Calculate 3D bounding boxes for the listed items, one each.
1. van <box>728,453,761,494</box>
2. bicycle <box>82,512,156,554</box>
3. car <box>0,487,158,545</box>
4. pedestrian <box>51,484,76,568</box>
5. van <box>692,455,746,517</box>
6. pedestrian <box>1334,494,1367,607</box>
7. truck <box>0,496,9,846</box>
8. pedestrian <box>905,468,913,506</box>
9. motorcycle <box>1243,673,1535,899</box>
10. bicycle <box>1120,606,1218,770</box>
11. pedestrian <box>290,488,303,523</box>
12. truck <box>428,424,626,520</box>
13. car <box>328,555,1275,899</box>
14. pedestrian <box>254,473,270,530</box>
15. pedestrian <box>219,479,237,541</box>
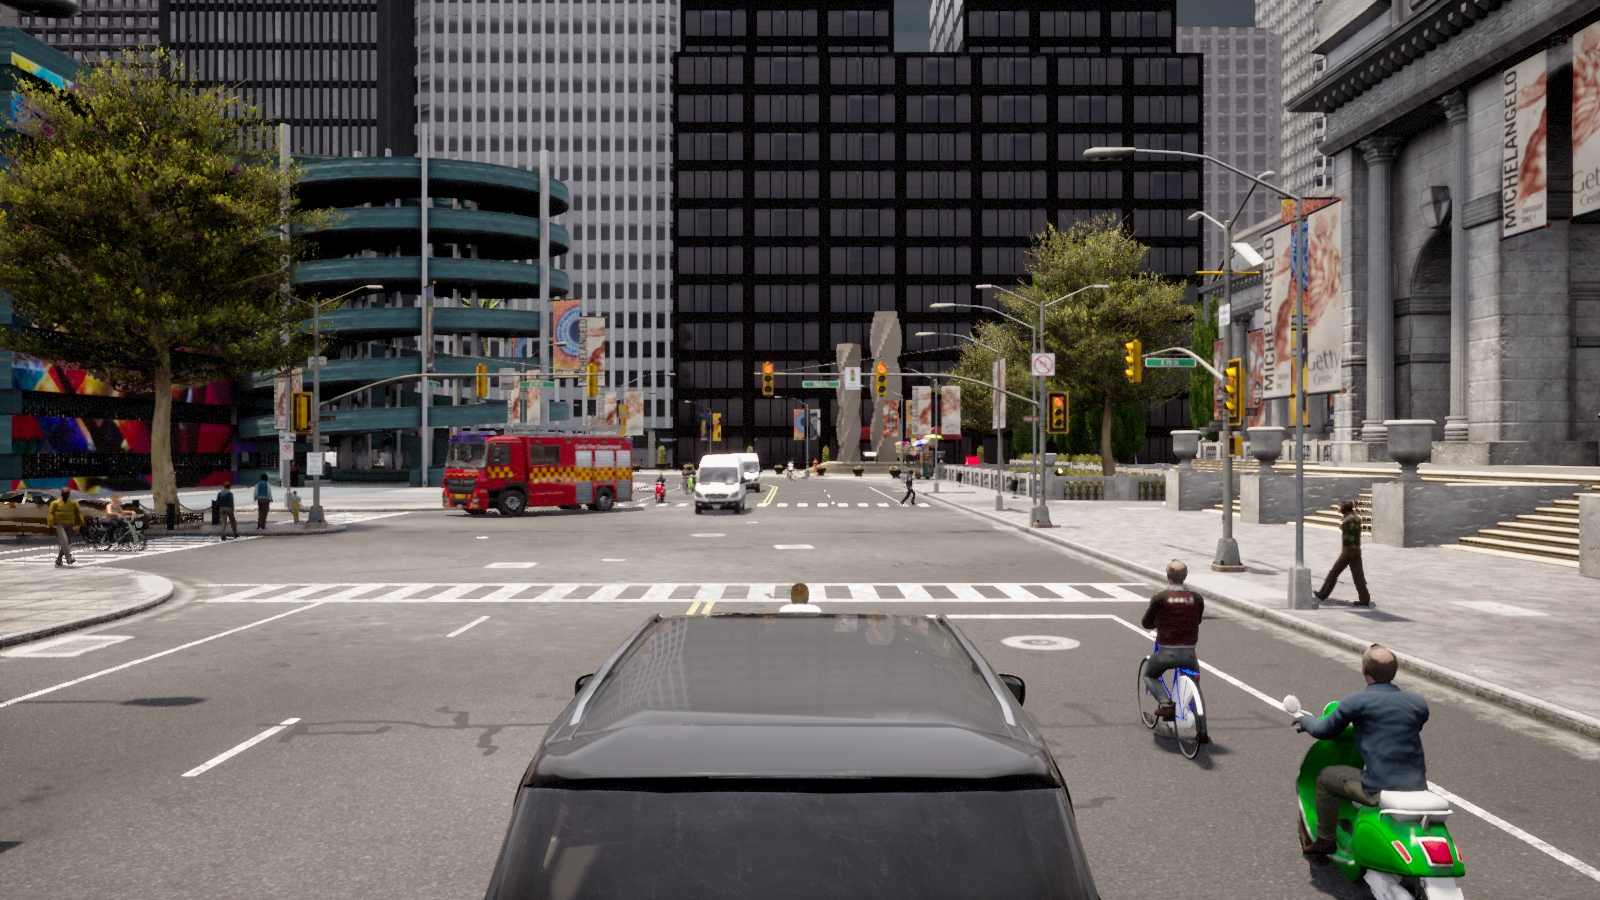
[{"bbox_3d":[-3.613,1.505,75.176,1.988,2.561,5.915,0,0,-1],"label":"van"},{"bbox_3d":[-18.522,2.244,31.094,1.487,1.080,0.859,0,0,2],"label":"bicycle"},{"bbox_3d":[-22.664,1.978,34.793,5.027,1.651,2.152,0,0,0],"label":"car"},{"bbox_3d":[-16.453,1.688,25.530,0.375,1.860,0.375,0,0,38],"label":"pedestrian"},{"bbox_3d":[-3.519,1.514,50.832,1.988,2.561,5.915,0,0,0],"label":"van"},{"bbox_3d":[9.285,1.688,19.283,0.375,1.860,0.375,0,0,-39],"label":"pedestrian"},{"bbox_3d":[-6.979,1.565,5.576,2.627,2.467,5.204,0,0,0],"label":"truck"},{"bbox_3d":[5.410,1.826,56.674,0.375,1.860,0.375,0,0,3],"label":"pedestrian"},{"bbox_3d":[3.509,2.178,7.032,0.856,1.236,1.805,0,1,0],"label":"motorcycle"},{"bbox_3d":[3.482,2.205,10.903,0.329,1.171,1.835,0,0,0],"label":"bicycle"},{"bbox_3d":[-19.090,2.112,43.333,0.375,1.300,0.375,0,0,-8],"label":"pedestrian"},{"bbox_3d":[-11.751,0.870,50.086,2.891,3.827,8.468,0,0,39],"label":"truck"},{"bbox_3d":[0.021,1.777,5.375,2.150,2.045,5.566,0,0,0],"label":"car"},{"bbox_3d":[-17.713,1.690,37.608,0.375,1.860,0.375,0,0,-4],"label":"pedestrian"},{"bbox_3d":[-17.472,1.834,34.900,0.375,1.860,0.375,0,0,1],"label":"pedestrian"}]
